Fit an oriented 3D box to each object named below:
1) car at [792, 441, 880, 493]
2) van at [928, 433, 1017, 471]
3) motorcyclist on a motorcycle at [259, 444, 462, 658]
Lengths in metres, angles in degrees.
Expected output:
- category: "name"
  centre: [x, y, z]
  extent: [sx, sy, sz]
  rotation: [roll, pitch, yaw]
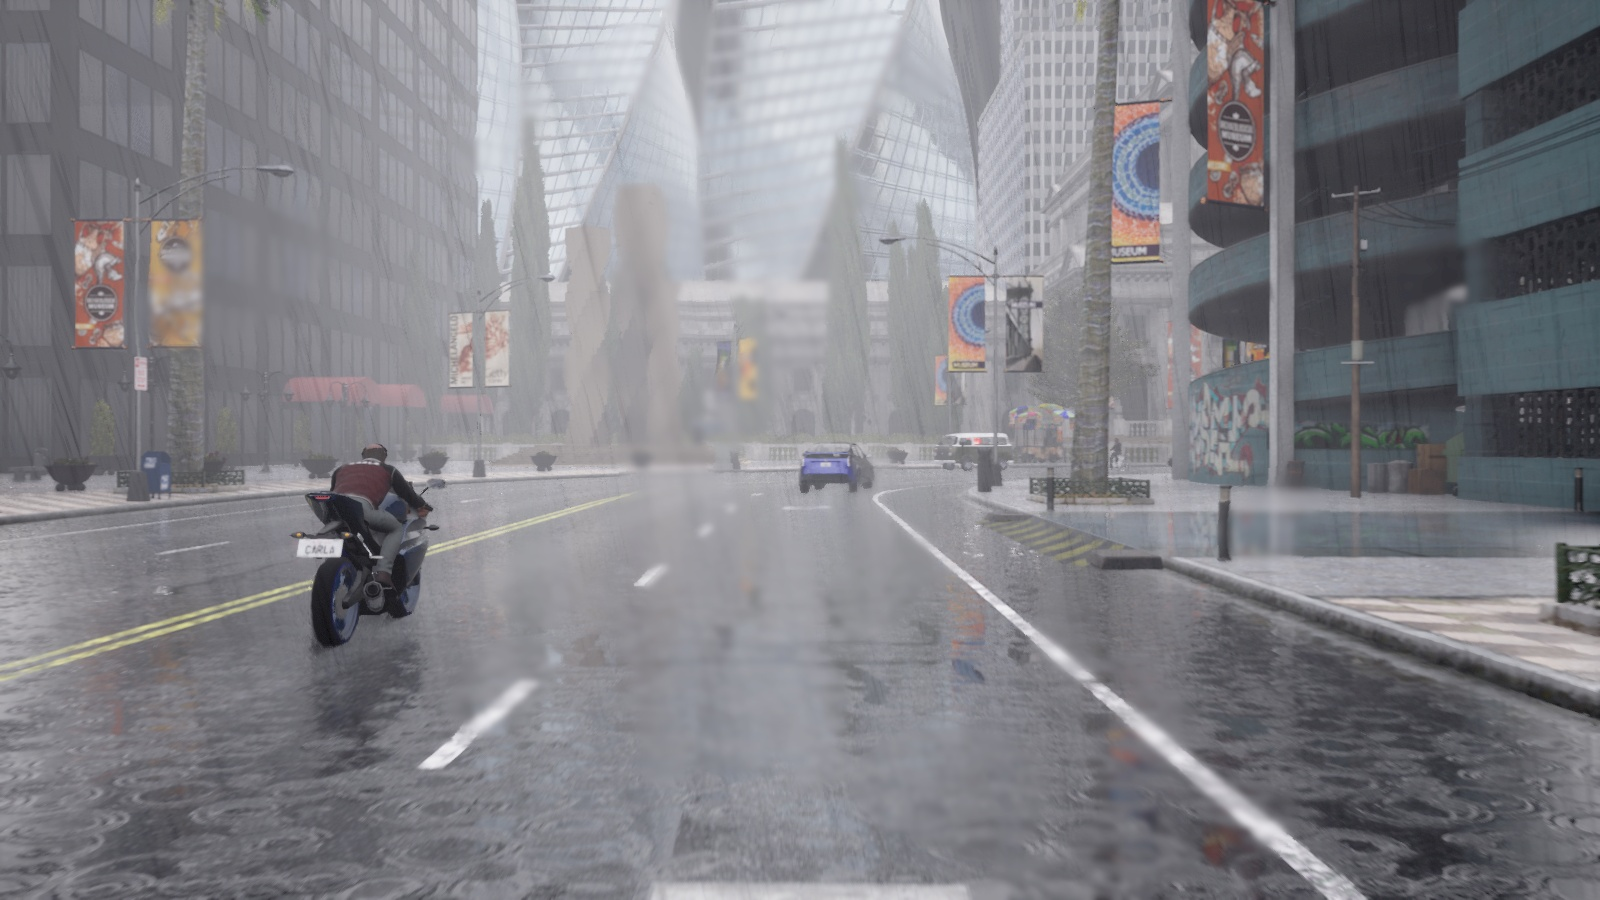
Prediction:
- category: "car"
  centre: [1.183, 0.476, 38.739]
  extent: [2.007, 1.525, 4.514]
  rotation: [0, 0, 11]
- category: "van"
  centre: [9.343, 0.095, 67.837]
  extent: [4.480, 2.038, 2.069]
  rotation: [0, 0, -33]
- category: "motorcyclist on a motorcycle"
  centre: [-3.453, 0.722, 10.115]
  extent: [0.866, 1.530, 2.191]
  rotation: [0, 0, 0]
